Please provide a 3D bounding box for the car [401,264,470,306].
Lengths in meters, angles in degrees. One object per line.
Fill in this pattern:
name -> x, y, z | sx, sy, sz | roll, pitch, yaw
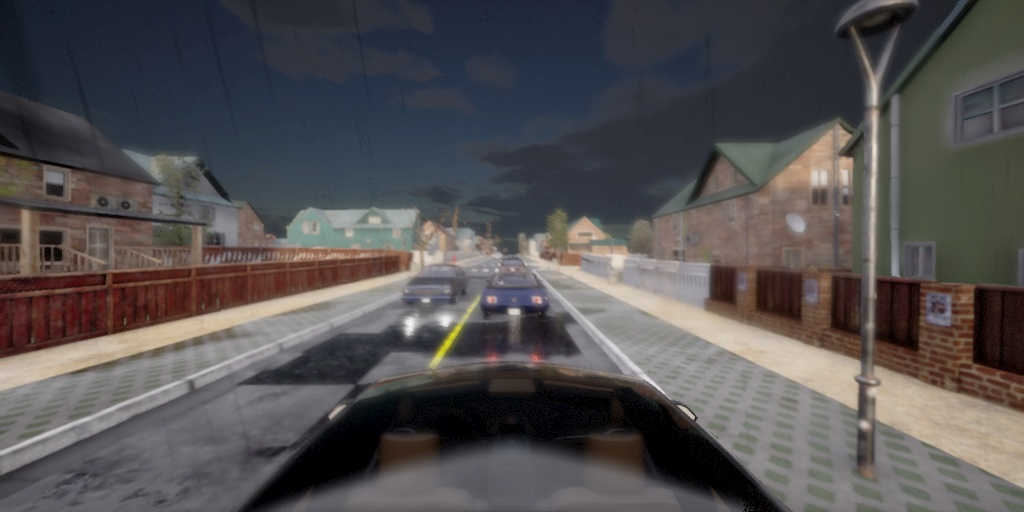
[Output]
car -> -2.840, 1.052, 14.557 | 2.033, 1.411, 5.357 | 0, 1, 0

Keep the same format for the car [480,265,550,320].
car -> 0.089, 1.159, 11.726 | 1.895, 1.301, 4.718 | 0, 1, 0

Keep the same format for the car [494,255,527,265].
car -> 0.087, 0.870, 24.454 | 2.033, 1.411, 5.357 | 0, 1, 0
